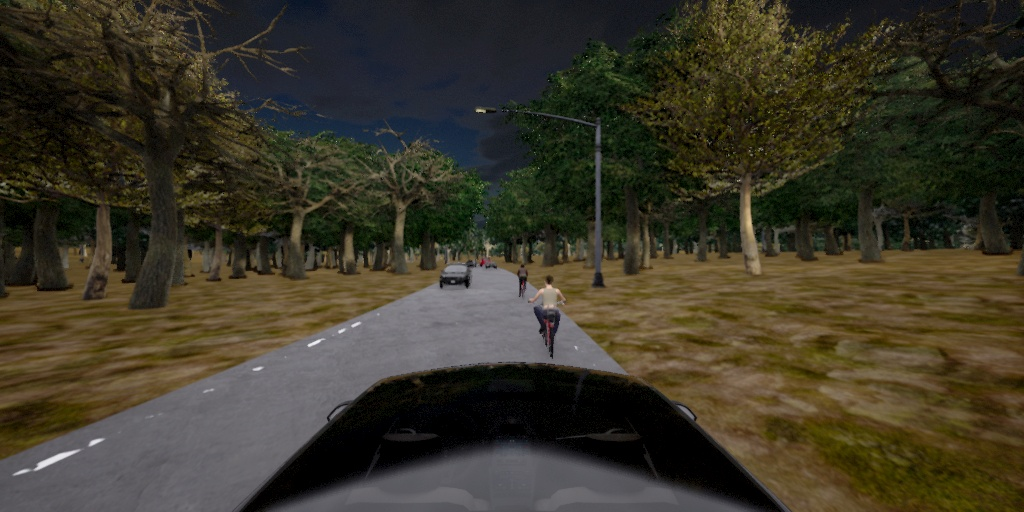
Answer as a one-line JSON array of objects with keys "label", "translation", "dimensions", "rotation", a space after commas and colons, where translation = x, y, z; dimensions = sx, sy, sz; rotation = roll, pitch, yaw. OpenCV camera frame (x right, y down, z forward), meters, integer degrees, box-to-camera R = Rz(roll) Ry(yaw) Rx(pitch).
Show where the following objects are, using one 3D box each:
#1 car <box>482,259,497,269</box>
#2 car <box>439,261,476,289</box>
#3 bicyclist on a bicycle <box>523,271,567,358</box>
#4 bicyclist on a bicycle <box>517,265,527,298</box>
[{"label": "car", "translation": [-3.612, 1.545, 60.978], "dimensions": [1.895, 1.301, 4.718], "rotation": [0, 0, -7]}, {"label": "car", "translation": [-3.702, 1.290, 24.262], "dimensions": [1.882, 1.535, 5.008], "rotation": [0, 0, -3]}, {"label": "bicyclist on a bicycle", "translation": [0.765, 1.202, 7.552], "dimensions": [0.866, 1.612, 1.509], "rotation": [0, 0, -1]}, {"label": "bicyclist on a bicycle", "translation": [0.519, 1.248, 17.393], "dimensions": [0.582, 1.620, 1.656], "rotation": [0, -1, -2]}]
